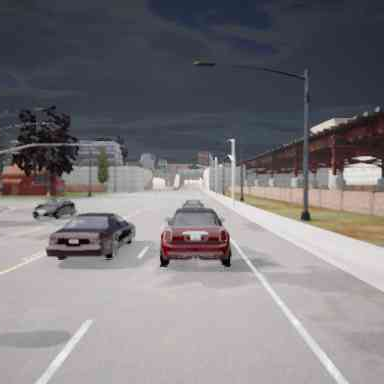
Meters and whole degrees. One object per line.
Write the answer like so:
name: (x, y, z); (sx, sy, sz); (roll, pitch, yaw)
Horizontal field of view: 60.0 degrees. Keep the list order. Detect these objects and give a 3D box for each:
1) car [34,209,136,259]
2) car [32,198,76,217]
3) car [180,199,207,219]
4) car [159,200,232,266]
car: (-3.405, 1.468, 12.199); (2.033, 1.411, 5.357); (0, 0, 1)
car: (-10.557, 1.251, 25.793); (2.128, 1.511, 4.902); (0, 1, 0)
car: (0.102, 1.313, 26.821); (1.994, 1.385, 4.181); (0, 1, 0)
car: (0.100, 1.279, 11.468); (2.097, 1.767, 4.553); (0, 0, 0)
